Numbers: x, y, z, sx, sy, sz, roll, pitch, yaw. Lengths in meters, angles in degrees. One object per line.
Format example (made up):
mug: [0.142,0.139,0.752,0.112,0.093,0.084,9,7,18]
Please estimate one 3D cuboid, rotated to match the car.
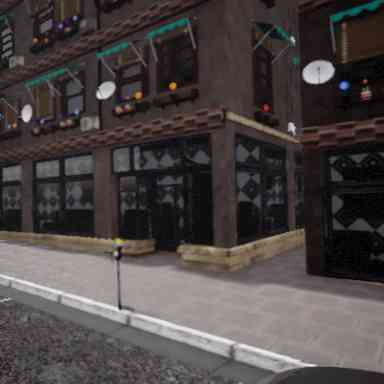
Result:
car: [2.092,1.546,1.252,4.403,1.369,2.008,0,-2,36]
